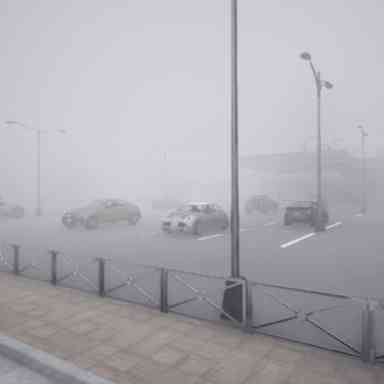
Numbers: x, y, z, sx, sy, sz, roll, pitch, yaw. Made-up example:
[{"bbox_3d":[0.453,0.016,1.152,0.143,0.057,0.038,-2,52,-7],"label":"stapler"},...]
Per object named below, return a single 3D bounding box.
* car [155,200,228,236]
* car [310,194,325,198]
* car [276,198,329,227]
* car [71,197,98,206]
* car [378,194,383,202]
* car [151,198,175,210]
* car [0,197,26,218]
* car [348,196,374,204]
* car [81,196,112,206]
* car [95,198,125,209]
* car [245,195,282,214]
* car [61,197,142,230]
[{"bbox_3d":[0.209,1.303,16.920,1.970,1.475,3.806,0,0,34],"label":"car"},{"bbox_3d":[14.049,1.145,37.653,1.905,1.878,3.866,0,0,34],"label":"car"},{"bbox_3d":[7.168,1.345,20.751,2.007,1.523,4.514,0,0,34],"label":"car"},{"bbox_3d":[-19.541,1.663,60.671,2.007,1.523,4.514,0,0,34],"label":"car"},{"bbox_3d":[40.124,1.347,67.936,3.866,1.878,1.905,0,0,34],"label":"car"},{"bbox_3d":[-3.018,1.466,40.436,2.007,1.523,4.514,0,0,34],"label":"car"},{"bbox_3d":[-15.953,1.268,27.313,1.905,1.878,3.866,0,0,34],"label":"car"},{"bbox_3d":[33.375,1.542,65.633,4.611,1.667,2.242,0,0,34],"label":"car"},{"bbox_3d":[-16.902,1.635,58.974,2.152,1.636,5.027,0,0,34],"label":"car"},{"bbox_3d":[-11.307,1.550,46.016,1.845,1.501,3.633,0,0,34],"label":"car"},{"bbox_3d":[6.948,1.187,32.932,1.932,1.855,4.605,0,0,34],"label":"car"},{"bbox_3d":[-5.310,1.265,20.213,2.152,1.636,5.027,0,0,34],"label":"car"}]
